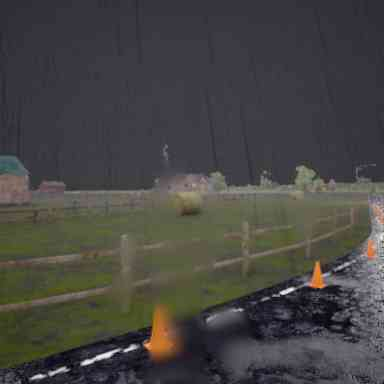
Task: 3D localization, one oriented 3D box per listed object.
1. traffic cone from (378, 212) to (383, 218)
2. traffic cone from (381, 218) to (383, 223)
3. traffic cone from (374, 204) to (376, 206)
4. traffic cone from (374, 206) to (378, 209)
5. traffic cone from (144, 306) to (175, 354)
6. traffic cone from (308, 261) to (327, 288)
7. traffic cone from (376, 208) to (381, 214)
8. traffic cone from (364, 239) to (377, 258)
[{"bbox_3d":[13.755,1.897,23.921,0.340,0.580,0.340,-1,0,28],"label":"traffic cone"},{"bbox_3d":[11.443,1.919,19.494,0.340,0.580,0.340,-1,0,28],"label":"traffic cone"},{"bbox_3d":[20.699,1.820,37.218,0.340,0.580,0.340,-1,0,28],"label":"traffic cone"},{"bbox_3d":[18.385,1.847,32.785,0.340,0.580,0.340,-1,0,28],"label":"traffic cone"},{"bbox_3d":[-0.477,1.977,4.888,0.340,0.580,0.340,0,0,-38],"label":"traffic cone"},{"bbox_3d":[3.040,1.963,8.039,0.340,0.580,0.340,-1,0,45],"label":"traffic cone"},{"bbox_3d":[16.070,1.874,28.353,0.340,0.580,0.340,-1,0,28],"label":"traffic cone"},{"bbox_3d":[6.218,1.949,11.572,0.340,0.580,0.340,-1,0,39],"label":"traffic cone"}]
